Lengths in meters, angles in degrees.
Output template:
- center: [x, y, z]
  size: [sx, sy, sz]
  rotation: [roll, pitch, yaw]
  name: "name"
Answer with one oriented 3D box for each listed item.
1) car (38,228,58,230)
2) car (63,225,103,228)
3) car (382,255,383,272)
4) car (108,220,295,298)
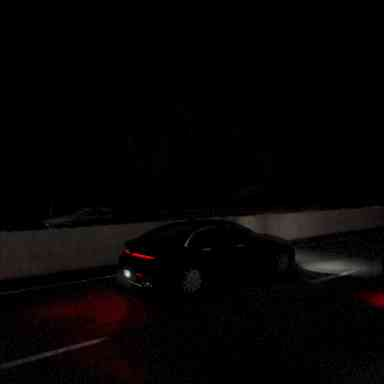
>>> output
- center: [-5.447, 1.490, 17.305]
  size: [4.674, 1.442, 1.812]
  rotation: [0, 0, -35]
  name: "car"
- center: [-3.288, 1.528, 14.546]
  size: [4.181, 1.385, 1.994]
  rotation: [0, 0, -35]
  name: "car"
- center: [6.720, 1.497, 8.541]
  size: [4.181, 1.385, 1.994]
  rotation: [0, 0, -35]
  name: "car"
- center: [0.592, 1.471, 8.470]
  size: [4.892, 1.490, 1.837]
  rotation: [0, 0, -35]
  name: "car"
